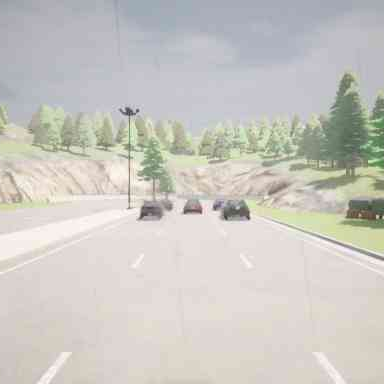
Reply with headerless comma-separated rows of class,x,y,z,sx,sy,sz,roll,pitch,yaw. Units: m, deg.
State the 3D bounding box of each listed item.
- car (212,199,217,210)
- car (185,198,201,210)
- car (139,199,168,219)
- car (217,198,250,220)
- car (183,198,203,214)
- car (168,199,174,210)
car,3.644,1.526,42.075,1.812,1.442,4.674,0,0,1
car,0.166,1.547,44.516,2.033,1.411,5.357,0,0,1
car,-3.393,1.504,29.007,1.837,1.490,4.892,0,0,0
car,3.608,1.352,28.479,2.097,1.767,4.553,0,0,0
car,0.108,1.564,35.275,1.994,1.385,4.181,0,0,0
car,-3.369,1.563,41.536,1.994,1.385,4.181,0,0,1
